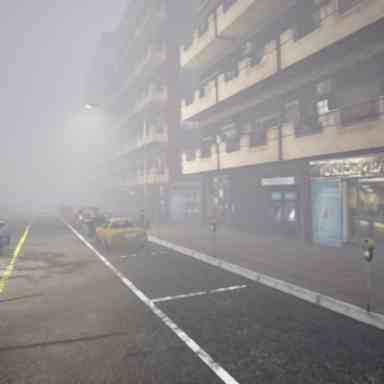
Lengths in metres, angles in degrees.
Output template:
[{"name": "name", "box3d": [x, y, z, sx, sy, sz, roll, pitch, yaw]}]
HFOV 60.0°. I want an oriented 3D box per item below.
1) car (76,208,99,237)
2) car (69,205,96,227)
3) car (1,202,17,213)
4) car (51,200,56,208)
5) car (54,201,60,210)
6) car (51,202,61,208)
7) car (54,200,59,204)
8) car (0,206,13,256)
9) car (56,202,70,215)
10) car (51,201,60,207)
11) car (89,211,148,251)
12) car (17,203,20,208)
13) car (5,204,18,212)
[{"name": "car", "box3d": [-5.611, 1.887, 20.230, 1.947, 1.339, 4.313, -2, 0, -24]}, {"name": "car", "box3d": [-7.926, 1.865, 25.333, 1.967, 1.590, 4.097, -2, 0, -24]}, {"name": "car", "box3d": [-29.423, 2.765, 52.517, 2.008, 1.369, 4.403, -2, 0, -24]}, {"name": "car", "box3d": [-26.403, 2.698, 66.155, 1.967, 1.590, 4.097, -2, 0, -24]}, {"name": "car", "box3d": [-19.470, 2.495, 50.847, 2.008, 1.369, 4.403, -2, 0, -24]}, {"name": "car", "box3d": [-33.328, 3.122, 81.462, 2.008, 1.369, 4.403, -2, 0, -24]}, {"name": "car", "box3d": [-21.850, 2.577, 56.104, 1.752, 1.417, 4.829, -2, 0, -24]}, {"name": "car", "box3d": [-9.091, 1.708, 14.136, 2.097, 1.767, 4.553, -1, -1, -24]}, {"name": "car", "box3d": [-17.159, 2.406, 45.743, 1.947, 1.339, 4.313, -2, 0, -24]}, {"name": "car", "box3d": [-35.638, 3.221, 86.564, 1.887, 1.381, 4.507, -2, 0, -24]}, {"name": "car", "box3d": [-3.373, 1.746, 15.282, 1.752, 1.417, 4.829, -2, 0, -24]}, {"name": "car", "box3d": [-31.742, 2.633, 57.621, 2.192, 1.841, 5.009, -2, 0, -24]}, {"name": "car", "box3d": [-34.041, 3.004, 62.722, 1.802, 1.307, 4.206, -2, 0, -24]}]
